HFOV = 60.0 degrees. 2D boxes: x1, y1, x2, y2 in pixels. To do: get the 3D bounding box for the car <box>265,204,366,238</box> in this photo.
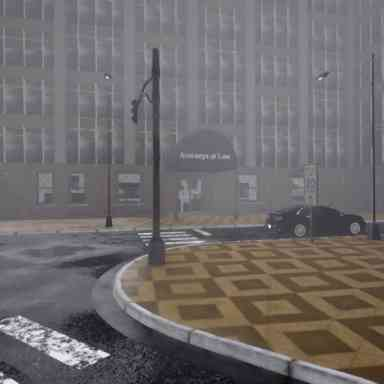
[{"bbox_3d":[5.948,1.321,15.996,4.892,1.490,1.837,0,0,-14],"label":"car"}]
